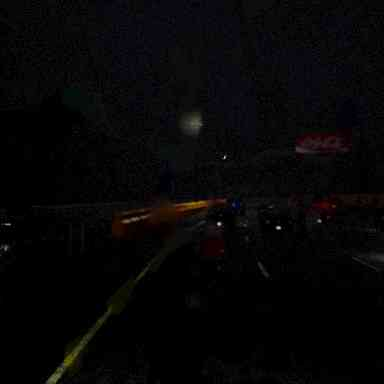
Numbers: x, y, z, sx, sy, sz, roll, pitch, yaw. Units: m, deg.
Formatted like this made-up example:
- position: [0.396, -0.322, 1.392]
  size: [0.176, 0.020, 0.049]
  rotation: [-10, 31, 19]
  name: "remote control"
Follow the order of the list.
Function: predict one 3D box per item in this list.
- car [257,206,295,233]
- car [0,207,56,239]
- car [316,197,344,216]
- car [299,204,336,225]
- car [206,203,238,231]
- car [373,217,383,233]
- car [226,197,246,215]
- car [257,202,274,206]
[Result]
- position: [5.368, 1.814, 21.561]
  size: [1.895, 1.301, 4.718]
  rotation: [0, -1, 8]
  name: "car"
- position: [-9.373, 1.581, 18.288]
  size: [2.128, 1.511, 4.902]
  rotation: [0, -1, 7]
  name: "car"
- position: [15.449, 1.611, 37.578]
  size: [2.150, 2.045, 5.566]
  rotation: [0, 0, 11]
  name: "car"
- position: [9.808, 1.874, 26.733]
  size: [1.895, 1.301, 4.718]
  rotation: [0, -1, 10]
  name: "car"
- position: [2.013, 1.717, 22.607]
  size: [1.837, 1.490, 4.892]
  rotation: [0, -1, 8]
  name: "car"
- position: [11.944, 1.750, 18.306]
  size: [2.033, 1.411, 5.357]
  rotation: [0, -1, 8]
  name: "car"
- position: [5.127, 1.600, 39.486]
  size: [2.150, 2.045, 5.566]
  rotation: [0, 0, 11]
  name: "car"
- position: [8.586, 1.872, 38.927]
  size: [2.128, 1.511, 4.902]
  rotation: [0, -1, 11]
  name: "car"
